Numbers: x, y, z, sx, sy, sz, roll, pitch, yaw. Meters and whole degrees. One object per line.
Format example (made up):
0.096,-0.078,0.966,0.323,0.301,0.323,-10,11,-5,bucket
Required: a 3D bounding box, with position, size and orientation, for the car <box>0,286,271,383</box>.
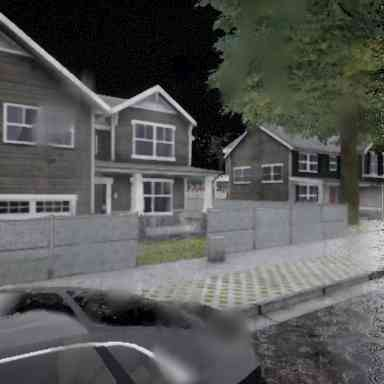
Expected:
-1.658,1.505,1.885,4.892,1.490,1.837,0,0,-35,car
